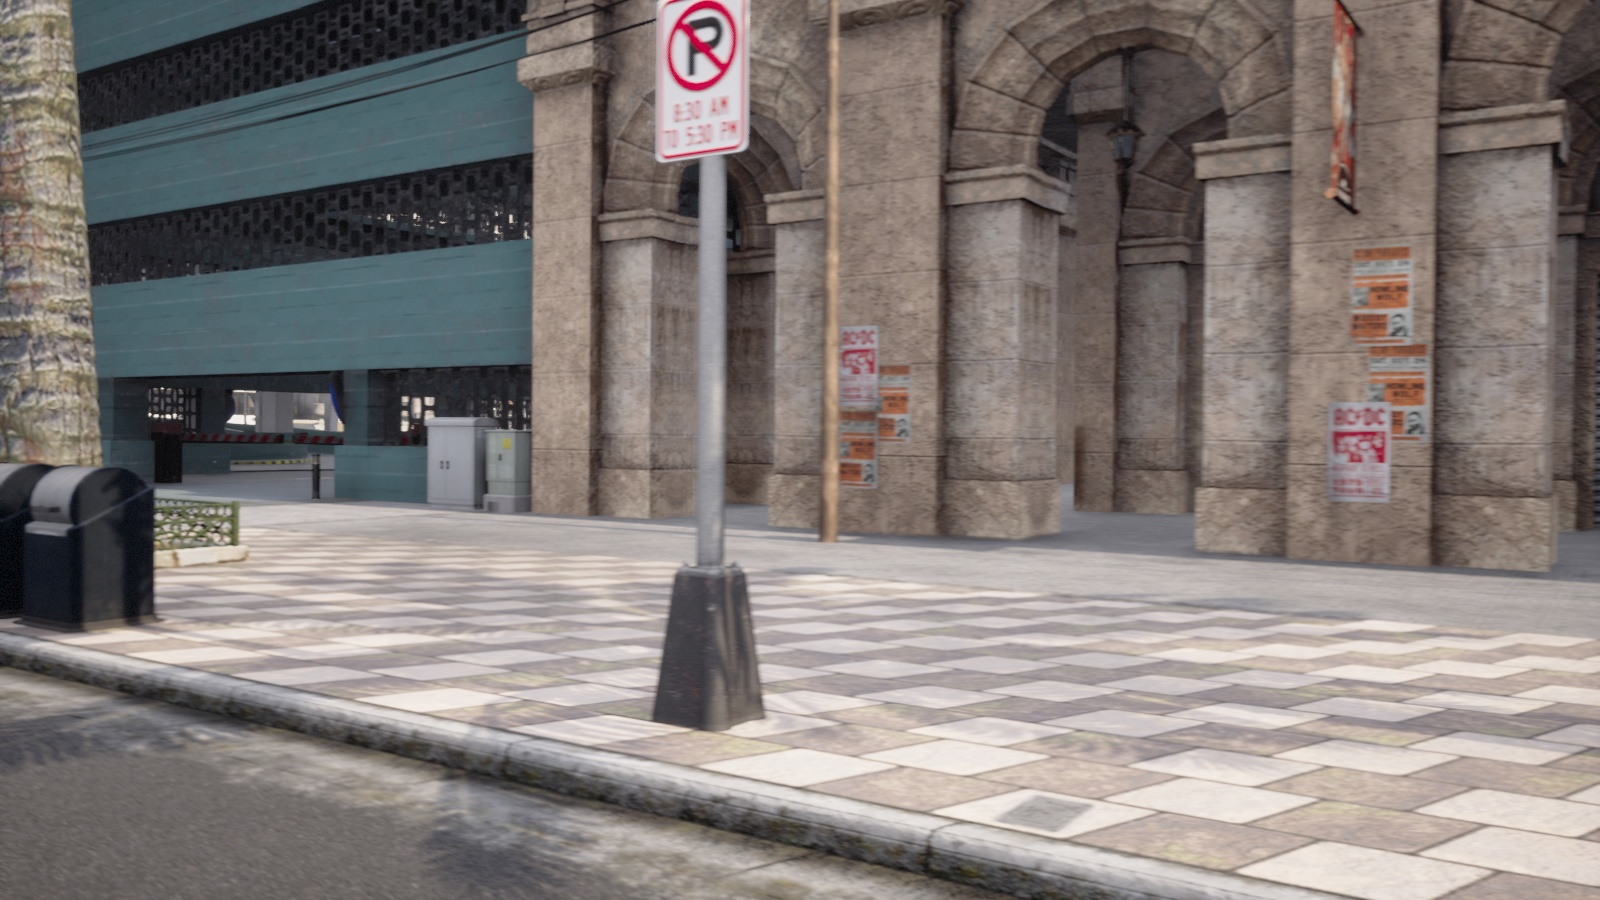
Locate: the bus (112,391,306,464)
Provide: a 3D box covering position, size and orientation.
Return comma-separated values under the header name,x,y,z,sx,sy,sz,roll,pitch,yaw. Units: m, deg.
name,x,y,z,sx,sy,sz,roll,pitch,yaw
bus,-36.393,-1.378,77.825,3.944,4.253,10.273,0,1,34
